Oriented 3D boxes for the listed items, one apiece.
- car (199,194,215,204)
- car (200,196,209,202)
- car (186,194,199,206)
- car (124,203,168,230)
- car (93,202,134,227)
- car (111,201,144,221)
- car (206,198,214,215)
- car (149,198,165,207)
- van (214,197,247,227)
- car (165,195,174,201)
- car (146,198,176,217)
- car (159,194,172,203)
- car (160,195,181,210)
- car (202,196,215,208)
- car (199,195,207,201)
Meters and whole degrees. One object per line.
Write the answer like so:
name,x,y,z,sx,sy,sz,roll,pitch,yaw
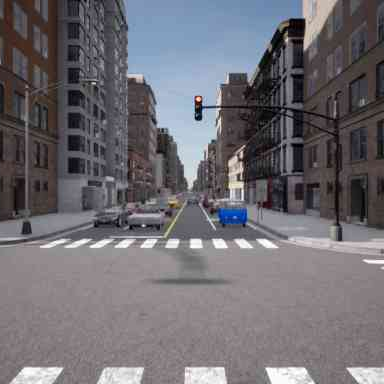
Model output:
car,2.689,1.305,50.874,2.192,1.841,5.009,0,0,0
car,2.712,1.524,73.599,2.008,1.369,4.403,0,0,0
car,0.160,1.478,55.365,2.128,1.511,4.902,0,0,0
car,-2.798,1.600,21.173,1.895,1.301,4.718,0,0,-1
car,-5.365,1.549,22.467,2.008,1.369,4.403,0,0,0
car,-5.360,1.543,28.148,1.887,1.381,4.507,0,0,0
car,2.671,1.580,33.830,1.802,1.307,4.206,0,0,0
car,-5.336,1.556,50.877,1.947,1.339,4.313,0,0,0
van,2.660,1.340,22.467,1.690,1.788,3.998,0,0,0
car,-5.307,1.409,79.285,1.967,1.590,4.097,0,0,0
car,-2.816,1.562,31.146,1.994,1.385,4.181,0,0,0
car,-5.319,1.292,67.921,2.192,1.841,5.009,0,0,0
car,-2.791,1.472,44.122,1.882,1.535,5.008,0,0,0
car,2.683,1.576,45.193,1.802,1.307,4.206,0,0,0
car,2.723,1.530,84.962,1.947,1.339,4.313,0,0,0
